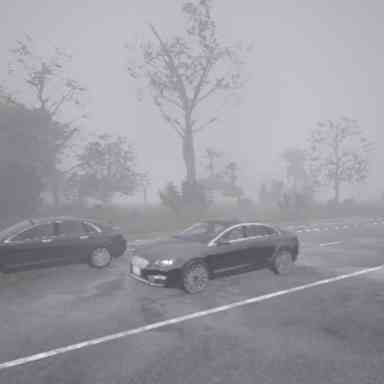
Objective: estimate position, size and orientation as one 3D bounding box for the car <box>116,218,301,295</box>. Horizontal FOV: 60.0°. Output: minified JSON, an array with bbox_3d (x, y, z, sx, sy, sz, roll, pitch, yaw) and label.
[{"bbox_3d":[0.788,1.478,8.783,4.902,1.511,2.128,0,0,-35],"label":"car"}]

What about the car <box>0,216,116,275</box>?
[{"bbox_3d":[-4.279,1.491,9.501,4.892,1.490,1.837,0,0,-35],"label":"car"}]
